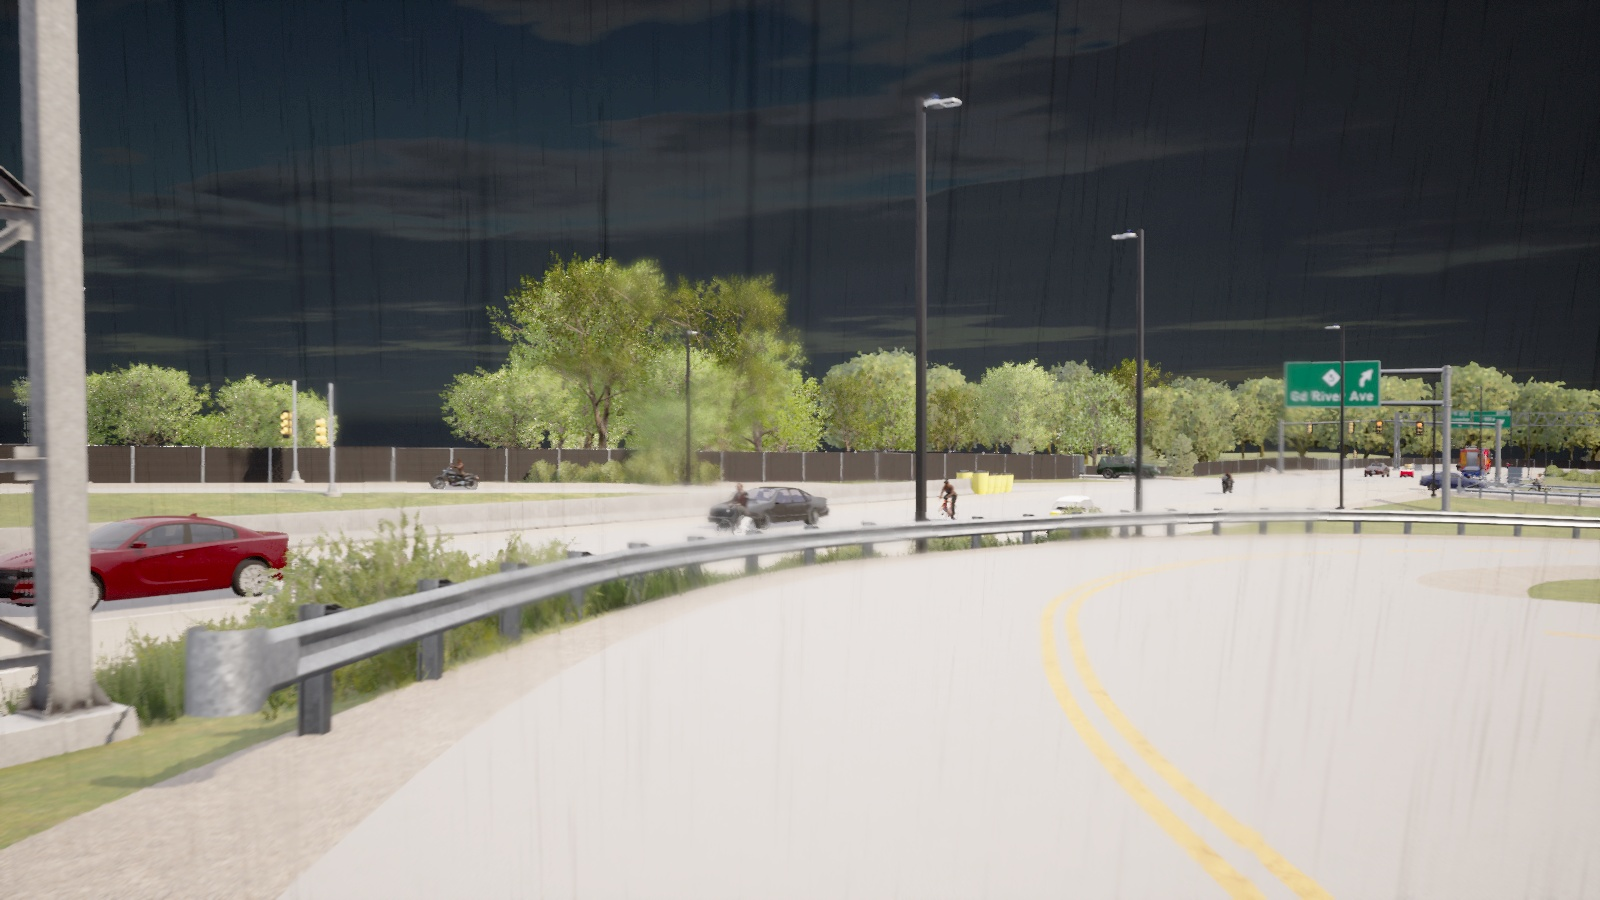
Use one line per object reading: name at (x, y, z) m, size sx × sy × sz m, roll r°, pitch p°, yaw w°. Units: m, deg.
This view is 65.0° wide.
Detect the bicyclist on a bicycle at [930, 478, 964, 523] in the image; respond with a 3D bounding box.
bicyclist on a bicycle at (5.609, 1.919, 47.792) m, size 0.582 × 1.620 × 1.656 m, roll 0°, pitch 1°, yaw 34°

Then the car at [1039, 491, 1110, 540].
car at (8.742, 2.061, 39.912) m, size 1.481 × 1.376 × 2.207 m, roll 0°, pitch 1°, yaw 34°

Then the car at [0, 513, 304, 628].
car at (-11.584, 2.013, 22.257) m, size 1.882 × 1.535 × 5.008 m, roll 0°, pitch 0°, yaw 34°

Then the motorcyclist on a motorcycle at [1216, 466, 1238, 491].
motorcyclist on a motorcycle at (27.121, 1.828, 79.743) m, size 0.797 × 1.523 × 2.044 m, roll 0°, pitch 0°, yaw 34°

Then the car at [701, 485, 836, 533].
car at (-1.019, 2.014, 44.215) m, size 2.033 × 1.411 × 5.357 m, roll 0°, pitch 0°, yaw 34°

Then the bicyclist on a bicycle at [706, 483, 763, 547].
bicyclist on a bicycle at (-1.902, 1.871, 36.635) m, size 0.659 × 1.776 × 1.843 m, roll 0°, pitch 0°, yaw 34°

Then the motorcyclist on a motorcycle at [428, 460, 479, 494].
motorcyclist on a motorcycle at (-17.308, 1.351, 62.745) m, size 2.350 × 1.649 × 0.766 m, roll 0°, pitch 1°, yaw -29°
